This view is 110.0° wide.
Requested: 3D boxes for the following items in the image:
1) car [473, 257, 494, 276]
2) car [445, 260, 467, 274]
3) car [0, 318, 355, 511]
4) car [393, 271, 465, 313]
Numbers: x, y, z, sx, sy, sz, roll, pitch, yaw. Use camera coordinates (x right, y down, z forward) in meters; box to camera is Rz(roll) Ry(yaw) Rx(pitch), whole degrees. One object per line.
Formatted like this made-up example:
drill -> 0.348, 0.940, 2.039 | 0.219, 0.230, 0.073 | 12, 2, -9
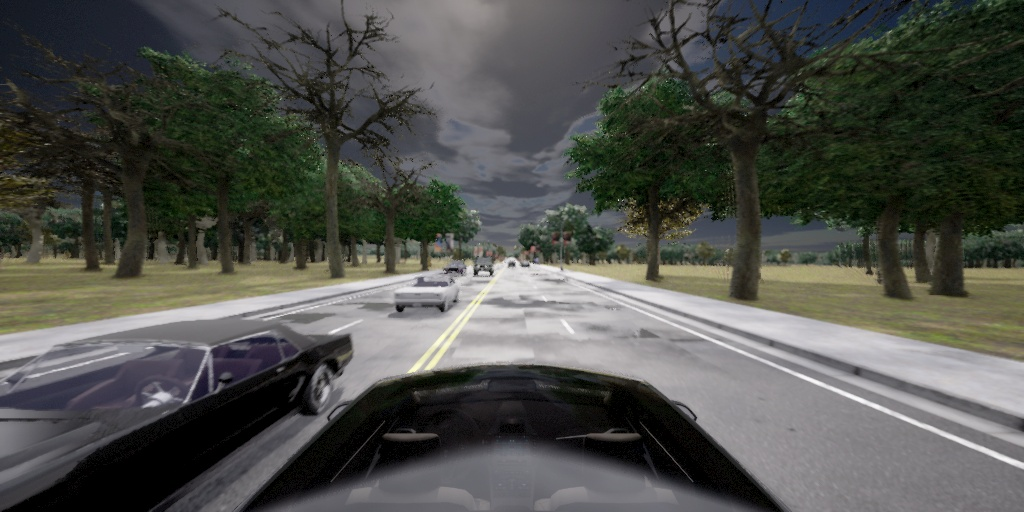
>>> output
car -> -3.278, 1.106, 42.179 | 2.150, 2.045, 5.566 | 0, 0, 0
car -> -6.528, 1.240, 42.236 | 2.097, 1.767, 4.553 | 0, 0, 0
car -> -3.342, 1.367, 3.276 | 1.895, 1.301, 4.718 | 0, 0, 0
car -> -3.348, 1.458, 14.881 | 1.895, 1.301, 4.718 | 0, 0, 0
